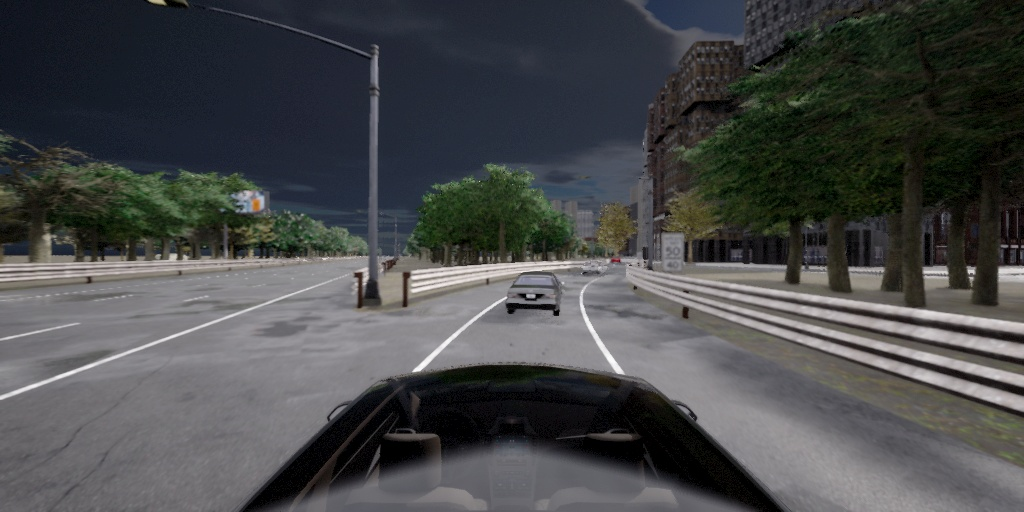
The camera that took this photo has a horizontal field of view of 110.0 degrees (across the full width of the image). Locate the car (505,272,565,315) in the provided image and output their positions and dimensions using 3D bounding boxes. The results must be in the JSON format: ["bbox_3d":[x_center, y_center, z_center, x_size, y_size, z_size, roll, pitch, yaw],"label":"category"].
[{"bbox_3d":[0.983,1.301,13.707,2.033,1.411,5.357,0,0,9],"label":"car"}]

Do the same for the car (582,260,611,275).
[{"bbox_3d":[9.143,1.374,39.362,1.895,1.301,4.718,0,0,26],"label":"car"}]
